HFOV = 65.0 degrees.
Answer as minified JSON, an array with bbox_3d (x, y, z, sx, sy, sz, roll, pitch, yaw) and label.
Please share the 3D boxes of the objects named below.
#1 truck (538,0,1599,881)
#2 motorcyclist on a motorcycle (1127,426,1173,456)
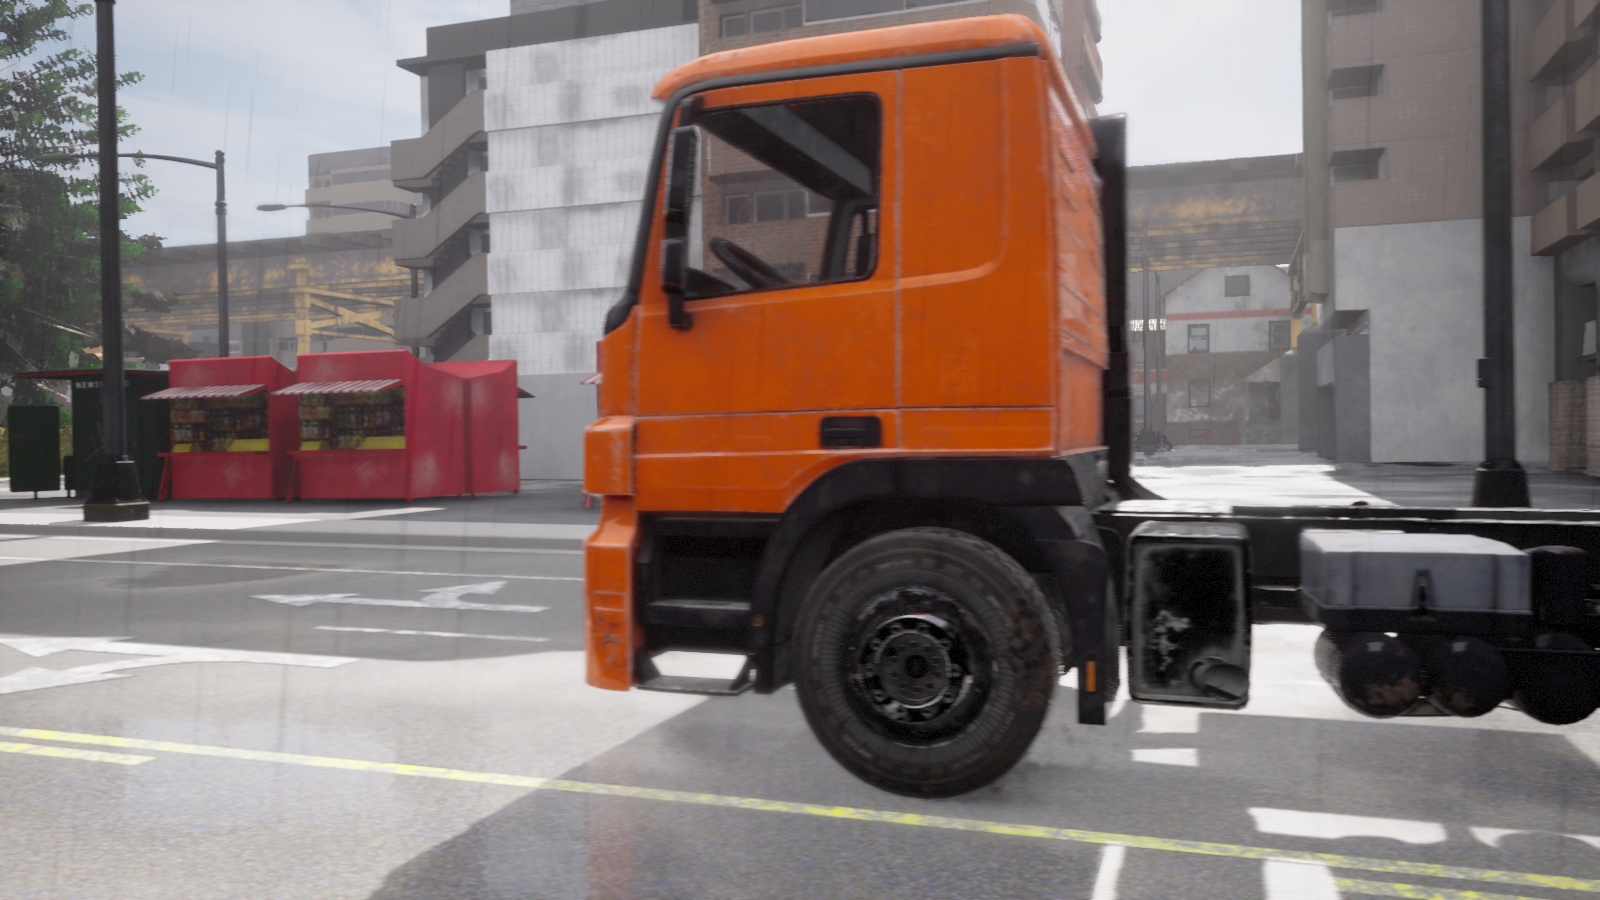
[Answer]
[{"bbox_3d":[3.018,-0.238,5.852,7.936,3.462,2.891,1,1,19],"label":"truck"},{"bbox_3d":[18.022,-0.449,64.681,2.191,1.530,0.866,0,1,19],"label":"motorcyclist on a motorcycle"}]
